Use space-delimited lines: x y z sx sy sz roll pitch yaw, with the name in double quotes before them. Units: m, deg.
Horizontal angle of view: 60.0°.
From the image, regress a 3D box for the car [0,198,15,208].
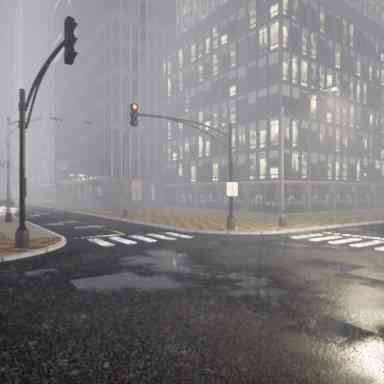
"car" -27.857 1.614 49.830 1.895 1.301 4.718 0 0 -35
